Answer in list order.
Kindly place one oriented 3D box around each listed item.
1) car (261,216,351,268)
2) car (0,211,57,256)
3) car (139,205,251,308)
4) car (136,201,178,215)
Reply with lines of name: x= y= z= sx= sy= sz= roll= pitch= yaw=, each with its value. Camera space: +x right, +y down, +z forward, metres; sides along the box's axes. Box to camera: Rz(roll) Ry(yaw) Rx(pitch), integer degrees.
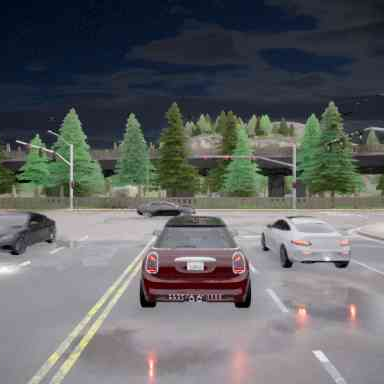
car: x=3.602 y=1.526 z=11.139 sx=1.812 sy=1.442 sz=4.674 roll=0 pitch=0 yaw=0
car: x=-6.921 y=1.526 z=13.208 sx=1.812 sy=1.442 sz=4.674 roll=0 pitch=0 yaw=-1
car: x=0.083 y=1.352 z=8.094 sx=2.097 sy=1.767 sz=4.553 roll=0 pitch=0 yaw=1
car: x=-2.154 y=1.462 z=27.582 sx=4.902 sy=1.511 sz=2.128 roll=0 pitch=0 yaw=1
